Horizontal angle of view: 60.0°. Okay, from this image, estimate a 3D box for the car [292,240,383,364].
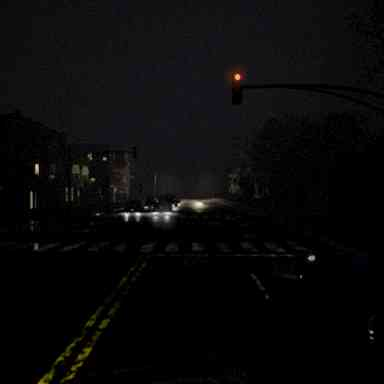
[{"bbox_3d":[3.355,1.549,5.706,2.033,1.411,5.357,0,0,0],"label":"car"}]

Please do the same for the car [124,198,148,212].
[{"bbox_3d":[-6.616,1.559,38.591,2.033,1.411,5.357,0,0,-3],"label":"car"}]

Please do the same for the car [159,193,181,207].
[{"bbox_3d":[-3.357,1.239,51.567,2.150,2.045,5.566,0,0,0],"label":"car"}]

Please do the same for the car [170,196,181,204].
[{"bbox_3d":[-3.325,1.501,66.963,1.882,1.535,5.008,0,0,0],"label":"car"}]

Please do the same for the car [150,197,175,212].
[{"bbox_3d":[-3.338,1.576,38.482,1.994,1.385,4.181,0,0,0],"label":"car"}]

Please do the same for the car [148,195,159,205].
[{"bbox_3d":[-6.606,1.566,53.819,2.033,1.411,5.357,0,0,0],"label":"car"}]

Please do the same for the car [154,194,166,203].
[{"bbox_3d":[-6.567,1.376,69.065,2.097,1.767,4.553,0,0,0],"label":"car"}]
